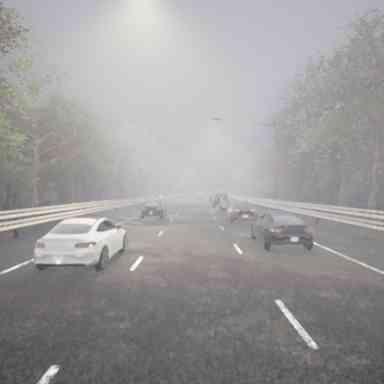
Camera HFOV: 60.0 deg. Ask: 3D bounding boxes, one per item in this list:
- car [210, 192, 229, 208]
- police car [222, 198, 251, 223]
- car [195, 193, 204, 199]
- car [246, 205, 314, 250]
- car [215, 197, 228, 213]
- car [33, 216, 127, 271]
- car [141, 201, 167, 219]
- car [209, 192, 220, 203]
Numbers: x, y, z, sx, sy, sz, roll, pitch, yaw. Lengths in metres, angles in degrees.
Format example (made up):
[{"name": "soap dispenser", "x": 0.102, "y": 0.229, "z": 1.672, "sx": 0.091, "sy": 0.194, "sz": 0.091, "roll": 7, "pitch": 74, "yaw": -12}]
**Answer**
[{"name": "car", "x": 4.032, "y": 1.134, "z": 47.005, "sx": 2.150, "sy": 2.045, "sz": 5.566, "roll": 0, "pitch": 0, "yaw": 1}, {"name": "police car", "x": 3.655, "y": 1.461, "z": 25.069, "sx": 2.038, "sy": 1.542, "sz": 4.974, "roll": 0, "pitch": 0, "yaw": 1}, {"name": "car", "x": 1.866, "y": 1.260, "z": 89.174, "sx": 1.895, "sy": 1.301, "sz": 4.718, "roll": 0, "pitch": 0, "yaw": 2}, {"name": "car", "x": 3.658, "y": 1.502, "z": 14.099, "sx": 1.812, "sy": 1.442, "sz": 4.674, "roll": 0, "pitch": 0, "yaw": 1}, {"name": "car", "x": 3.815, "y": 1.536, "z": 36.053, "sx": 1.895, "sy": 1.301, "sz": 4.718, "roll": 0, "pitch": 0, "yaw": 1}, {"name": "car", "x": -3.364, "y": 1.506, "z": 10.706, "sx": 1.812, "sy": 1.442, "sz": 4.674, "roll": 0, "pitch": 0, "yaw": 0}, {"name": "car", "x": -3.208, "y": 1.474, "z": 28.480, "sx": 1.812, "sy": 1.442, "sz": 4.674, "roll": 0, "pitch": 0, "yaw": 1}, {"name": "car", "x": 4.634, "y": 1.085, "z": 68.907, "sx": 2.150, "sy": 2.045, "sz": 5.566, "roll": 0, "pitch": 0, "yaw": 2}]
